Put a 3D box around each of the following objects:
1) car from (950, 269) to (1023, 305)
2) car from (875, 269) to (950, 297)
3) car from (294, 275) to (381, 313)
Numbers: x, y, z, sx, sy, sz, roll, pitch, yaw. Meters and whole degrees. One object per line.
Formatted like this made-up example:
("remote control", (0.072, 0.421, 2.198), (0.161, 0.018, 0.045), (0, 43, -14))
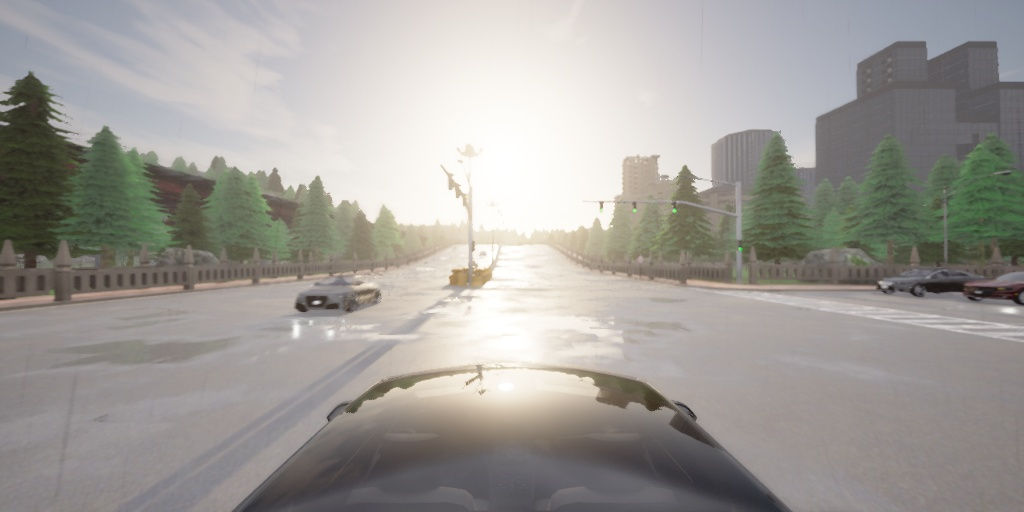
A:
("car", (24.002, 1.402, 16.545), (5.008, 1.535, 1.882), (0, -1, 0))
("car", (23.285, 1.457, 20.031), (4.902, 1.511, 2.128), (0, -1, 1))
("car", (-7.001, 1.494, 14.836), (1.994, 1.385, 4.181), (0, -1, 0))
